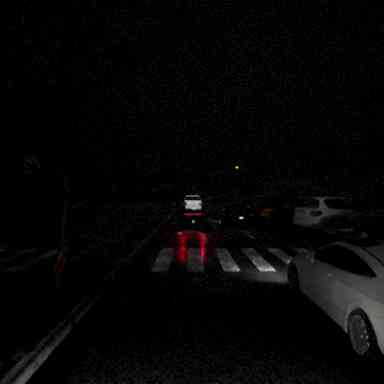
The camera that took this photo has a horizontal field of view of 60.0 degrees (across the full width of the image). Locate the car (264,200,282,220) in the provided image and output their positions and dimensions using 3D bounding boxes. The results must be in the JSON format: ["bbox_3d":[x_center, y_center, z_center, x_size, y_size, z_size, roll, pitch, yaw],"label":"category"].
[{"bbox_3d":[8.062,1.544,23.841,4.892,1.521,2.231,1,-1,-20],"label":"car"}]

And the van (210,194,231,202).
[{"bbox_3d":[7.961,1.635,88.014,4.442,1.987,1.878,1,-2,-20],"label":"van"}]

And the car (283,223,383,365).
[{"bbox_3d":[3.100,1.524,5.678,1.812,1.442,4.674,0,0,0],"label":"car"}]

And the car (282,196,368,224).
[{"bbox_3d":[8.098,1.265,17.892,5.566,2.045,2.435,1,0,-20],"label":"car"}]

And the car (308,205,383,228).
[{"bbox_3d":[8.079,1.508,14.889,4.892,1.521,2.231,1,0,-20],"label":"car"}]

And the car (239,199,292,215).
[{"bbox_3d":[7.896,1.606,35.703,5.366,1.575,1.946,1,0,-20],"label":"car"}]

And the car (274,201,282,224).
[{"bbox_3d":[8.075,1.528,20.855,5.008,1.535,2.097,1,0,-20],"label":"car"}]

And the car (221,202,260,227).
[{"bbox_3d":[3.099,1.611,22.927,1.994,1.385,4.181,0,0,0],"label":"car"}]

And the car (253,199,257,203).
[{"bbox_3d":[8.095,1.606,29.818,4.792,1.488,2.163,1,-1,-20],"label":"car"}]

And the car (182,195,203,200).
[{"bbox_3d":[0.092,1.357,38.136,2.150,2.045,5.566,0,0,0],"label":"car"}]

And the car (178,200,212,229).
[{"bbox_3d":[0.093,1.533,21.753,2.128,1.511,4.902,0,0,0],"label":"car"}]

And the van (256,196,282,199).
[{"bbox_3d":[7.963,1.367,32.746,4.442,1.987,1.878,1,0,-20],"label":"van"}]

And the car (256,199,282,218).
[{"bbox_3d":[8.243,1.558,26.888,5.366,1.575,1.946,1,-1,-20],"label":"car"}]
